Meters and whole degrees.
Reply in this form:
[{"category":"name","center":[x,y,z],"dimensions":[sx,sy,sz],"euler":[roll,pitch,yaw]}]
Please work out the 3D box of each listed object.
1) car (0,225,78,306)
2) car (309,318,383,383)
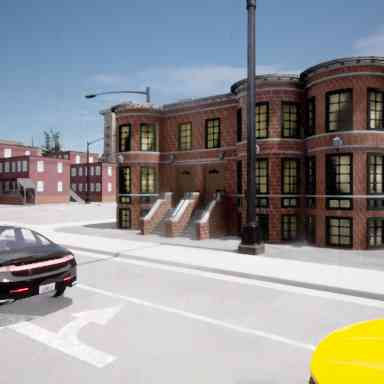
[{"category":"car","center":[-4.569,1.491,7.263],"dimensions":[4.902,1.511,2.128],"euler":[0,0,34]},{"category":"car","center":[3.197,1.478,1.714],"dimensions":[5.008,1.535,1.882],"euler":[0,0,36]}]
